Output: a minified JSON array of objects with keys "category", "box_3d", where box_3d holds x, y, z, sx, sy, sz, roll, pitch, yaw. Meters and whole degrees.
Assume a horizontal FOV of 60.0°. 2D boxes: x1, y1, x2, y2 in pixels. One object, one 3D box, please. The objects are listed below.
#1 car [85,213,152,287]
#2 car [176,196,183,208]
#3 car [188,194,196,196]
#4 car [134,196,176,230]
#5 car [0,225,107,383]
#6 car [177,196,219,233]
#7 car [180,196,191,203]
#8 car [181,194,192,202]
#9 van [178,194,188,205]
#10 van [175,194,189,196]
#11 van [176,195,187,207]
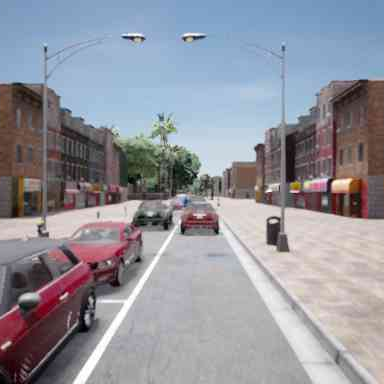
[{"category":"car","box_3d":[-2.479,1.528,9.340,1.887,1.381,4.507,0,0,1]},{"category":"car","box_3d":[-1.852,1.562,42.117,1.802,1.307,4.206,0,0,1]},{"category":"car","box_3d":[0.921,1.347,44.056,2.097,1.767,4.553,0,0,1]},{"category":"car","box_3d":[-2.365,1.326,21.125,2.097,1.767,4.553,0,0,1]},{"category":"car","box_3d":[-2.583,1.426,3.877,1.967,1.590,4.097,0,0,1]},{"category":"car","box_3d":[0.455,1.340,19.663,2.097,1.767,4.553,0,0,1]},{"category":"car","box_3d":[-1.328,1.563,69.434,2.008,1.369,4.403,0,0,1]},{"category":"car","box_3d":[-1.223,1.337,74.897,2.192,1.841,5.009,0,0,1]},{"category":"van","box_3d":[-1.537,1.340,58.508,1.690,1.788,3.998,0,0,1]},{"category":"van","box_3d":[-1.746,1.327,47.581,1.690,1.788,3.998,0,0,1]},{"category":"van","box_3d":[-1.641,1.334,53.044,1.690,1.788,3.998,0,0,1]}]
